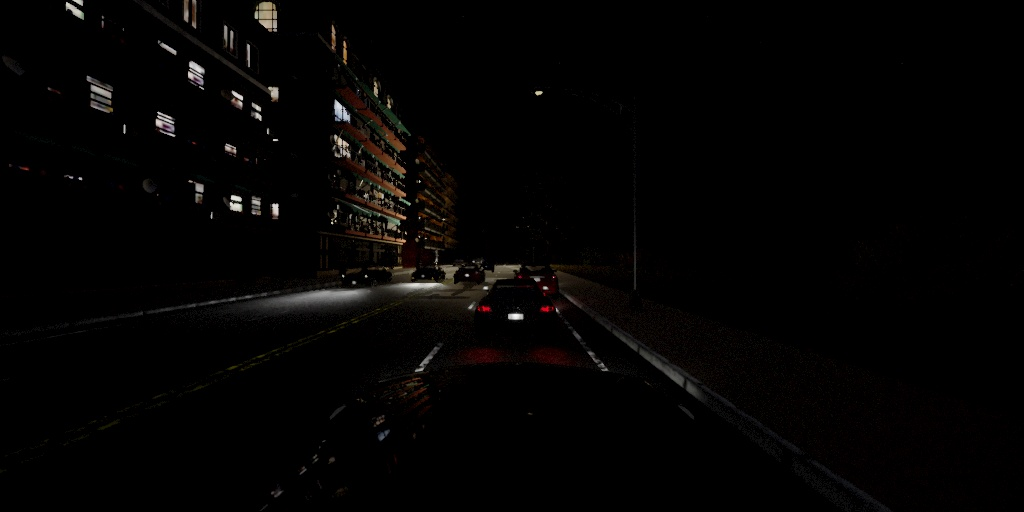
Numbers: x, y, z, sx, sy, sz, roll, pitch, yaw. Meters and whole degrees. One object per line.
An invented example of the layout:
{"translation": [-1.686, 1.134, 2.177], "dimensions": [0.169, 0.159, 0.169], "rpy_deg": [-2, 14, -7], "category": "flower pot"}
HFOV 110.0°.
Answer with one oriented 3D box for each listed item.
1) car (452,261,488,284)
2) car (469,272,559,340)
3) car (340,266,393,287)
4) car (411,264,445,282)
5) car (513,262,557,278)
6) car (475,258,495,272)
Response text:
{"translation": [-3.137, 1.316, 27.016], "dimensions": [1.994, 1.385, 4.181], "rpy_deg": [0, 0, 0], "category": "car"}
{"translation": [0.099, 1.315, 9.967], "dimensions": [1.994, 1.385, 4.181], "rpy_deg": [0, 0, 0], "category": "car"}
{"translation": [-9.839, 1.353, 24.556], "dimensions": [1.895, 1.301, 4.718], "rpy_deg": [0, 0, 0], "category": "car"}
{"translation": [-6.587, 1.316, 28.463], "dimensions": [1.994, 1.385, 4.181], "rpy_deg": [0, 0, 0], "category": "car"}
{"translation": [1.146, 1.103, 18.548], "dimensions": [2.097, 1.767, 4.553], "rpy_deg": [0, 0, 0], "category": "car"}
{"translation": [-3.109, 1.299, 44.750], "dimensions": [2.033, 1.411, 5.357], "rpy_deg": [0, 0, -2], "category": "car"}
